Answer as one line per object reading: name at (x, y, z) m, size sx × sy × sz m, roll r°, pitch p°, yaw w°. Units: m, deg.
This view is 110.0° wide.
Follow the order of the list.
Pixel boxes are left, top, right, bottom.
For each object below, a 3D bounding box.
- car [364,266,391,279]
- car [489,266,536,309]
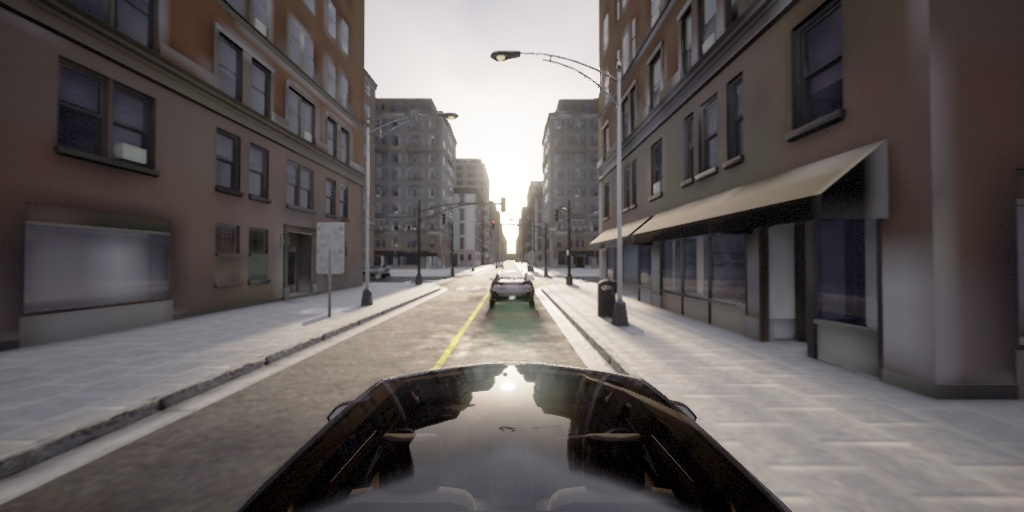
car at (-14.755, 1.660, 36.985) m, size 4.313 × 1.339 × 1.948 m, roll 0°, pitch 0°, yaw 0°
car at (0.005, 1.374, 15.817) m, size 2.128 × 1.511 × 4.902 m, roll 0°, pitch -1°, yaw 0°
